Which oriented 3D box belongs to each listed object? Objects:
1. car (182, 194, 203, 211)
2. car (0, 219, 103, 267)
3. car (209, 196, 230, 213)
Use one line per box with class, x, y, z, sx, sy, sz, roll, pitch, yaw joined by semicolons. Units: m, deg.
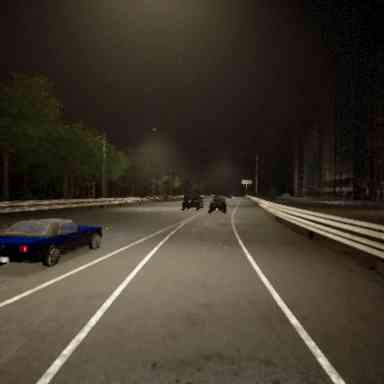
car;0.123;1.291;42.591;2.150;2.045;5.566;1;0;9
car;-4.767;1.569;11.296;1.895;1.301;4.718;1;0;9
car;3.088;1.597;38.500;1.837;1.490;4.892;0;0;9
